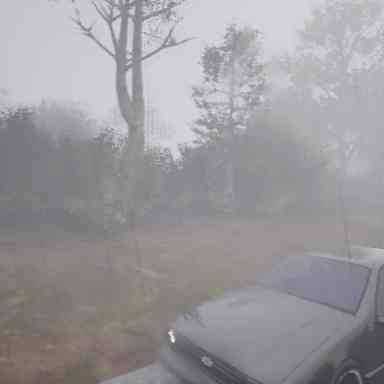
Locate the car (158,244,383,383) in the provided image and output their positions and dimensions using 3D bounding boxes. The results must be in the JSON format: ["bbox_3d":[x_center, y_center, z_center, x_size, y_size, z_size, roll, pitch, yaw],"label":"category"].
[{"bbox_3d":[2.217,1.534,4.733,5.357,1.411,2.033,0,1,-37],"label":"car"}]
